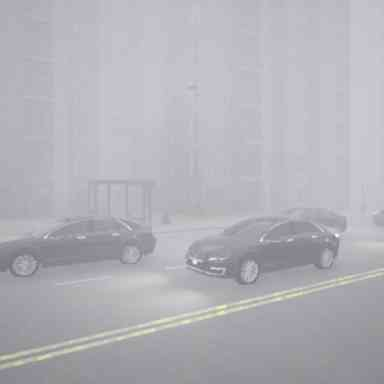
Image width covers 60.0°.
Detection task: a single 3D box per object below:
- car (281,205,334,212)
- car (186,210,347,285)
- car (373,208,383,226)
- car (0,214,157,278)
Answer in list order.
[{"bbox_3d":[4.984,1.389,15.282,5.008,1.535,1.882,0,0,-31],"label":"car"},{"bbox_3d":[2.131,1.456,9.399,4.892,1.490,1.837,0,0,-32],"label":"car"},{"bbox_3d":[13.136,1.206,20.293,4.553,1.767,2.097,-1,0,-31],"label":"car"},{"bbox_3d":[-3.490,1.477,10.107,4.892,1.490,1.837,0,0,-30],"label":"car"}]
